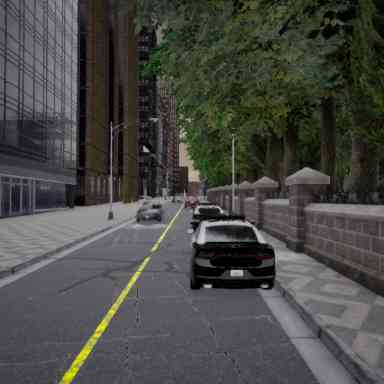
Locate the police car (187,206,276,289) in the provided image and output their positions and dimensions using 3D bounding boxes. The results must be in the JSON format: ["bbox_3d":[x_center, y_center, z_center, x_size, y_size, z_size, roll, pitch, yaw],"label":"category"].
[{"bbox_3d":[0.903,1.427,9.273,1.930,1.638,5.238,0,0,0],"label":"police car"}]

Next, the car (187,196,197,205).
[{"bbox_3d":[0.018,1.563,61.411,1.812,1.442,4.674,0,0,0],"label":"car"}]

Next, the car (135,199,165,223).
[{"bbox_3d":[-3.093,1.509,25.396,1.837,1.490,4.892,0,0,0],"label":"car"}]

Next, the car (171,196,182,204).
[{"bbox_3d":[-2.981,1.546,64.754,1.837,1.490,4.892,0,0,0],"label":"car"}]

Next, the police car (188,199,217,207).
[{"bbox_3d":[0.906,1.428,19.275,1.930,1.638,5.238,0,0,0],"label":"police car"}]

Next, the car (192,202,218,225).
[{"bbox_3d":[0.907,1.530,25.167,1.812,1.442,4.674,0,0,0],"label":"car"}]

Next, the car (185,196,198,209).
[{"bbox_3d":[0.049,1.371,46.657,2.097,1.767,4.553,0,0,1],"label":"car"}]

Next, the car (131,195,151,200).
[{"bbox_3d":[-14.612,1.584,93.534,4.403,1.369,2.008,0,-1,0],"label":"car"}]
